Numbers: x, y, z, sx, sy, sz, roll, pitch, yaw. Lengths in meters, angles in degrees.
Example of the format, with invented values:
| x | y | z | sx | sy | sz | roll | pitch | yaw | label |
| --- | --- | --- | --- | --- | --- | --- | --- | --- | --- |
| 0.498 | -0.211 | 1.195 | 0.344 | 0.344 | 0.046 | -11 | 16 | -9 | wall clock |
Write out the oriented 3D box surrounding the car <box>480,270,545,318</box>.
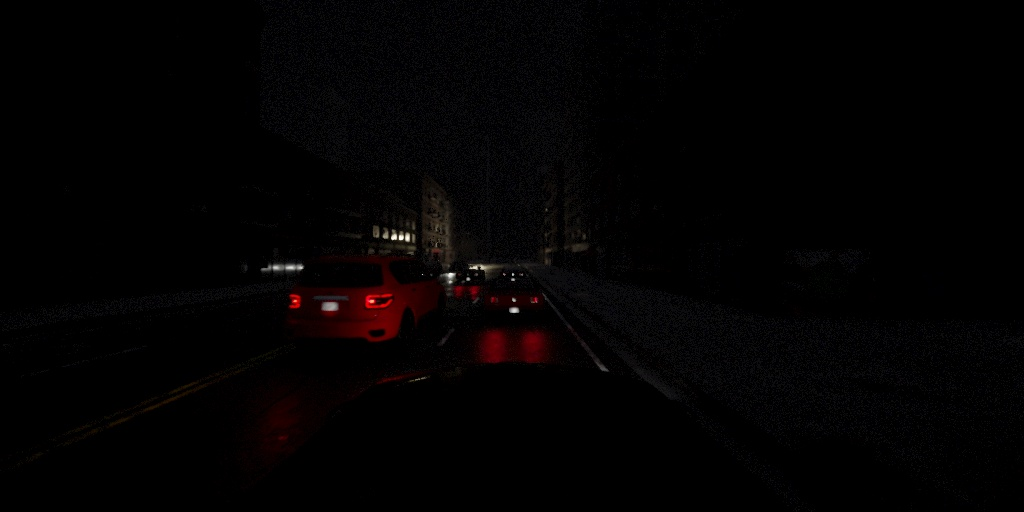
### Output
| x | y | z | sx | sy | sz | roll | pitch | yaw | label |
| --- | --- | --- | --- | --- | --- | --- | --- | --- | --- |
| 0.079 | 1.365 | 13.121 | 1.895 | 1.301 | 4.718 | 0 | 0 | 0 | car |

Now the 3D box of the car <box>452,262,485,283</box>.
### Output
| x | y | z | sx | sy | sz | roll | pitch | yaw | label |
| --- | --- | --- | --- | --- | --- | --- | --- | --- | --- |
| -3.169 | 1.387 | 28.273 | 1.895 | 1.301 | 4.718 | 0 | 0 | 0 | car |

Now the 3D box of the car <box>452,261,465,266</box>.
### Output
| x | y | z | sx | sy | sz | roll | pitch | yaw | label |
| --- | --- | --- | --- | --- | --- | --- | --- | --- | --- |
| -6.587 | 1.330 | 44.596 | 1.837 | 1.490 | 4.892 | 0 | 0 | 0 | car |

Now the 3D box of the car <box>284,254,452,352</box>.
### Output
| x | y | z | sx | sy | sz | roll | pitch | yaw | label |
| --- | --- | --- | --- | --- | --- | --- | --- | --- | --- |
| -3.196 | 0.983 | 9.069 | 2.150 | 2.045 | 5.566 | 0 | 0 | 1 | car |

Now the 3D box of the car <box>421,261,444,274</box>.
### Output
| x | y | z | sx | sy | sz | roll | pitch | yaw | label |
| --- | --- | --- | --- | --- | --- | --- | --- | --- | --- |
| -9.837 | 1.349 | 44.464 | 1.812 | 1.442 | 4.674 | 0 | 0 | 0 | car |

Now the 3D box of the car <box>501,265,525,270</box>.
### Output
| x | y | z | sx | sy | sz | roll | pitch | yaw | label |
| --- | --- | --- | --- | --- | --- | --- | --- | --- | --- |
| 0.081 | 1.387 | 28.320 | 1.895 | 1.301 | 4.718 | 0 | 0 | 0 | car |
